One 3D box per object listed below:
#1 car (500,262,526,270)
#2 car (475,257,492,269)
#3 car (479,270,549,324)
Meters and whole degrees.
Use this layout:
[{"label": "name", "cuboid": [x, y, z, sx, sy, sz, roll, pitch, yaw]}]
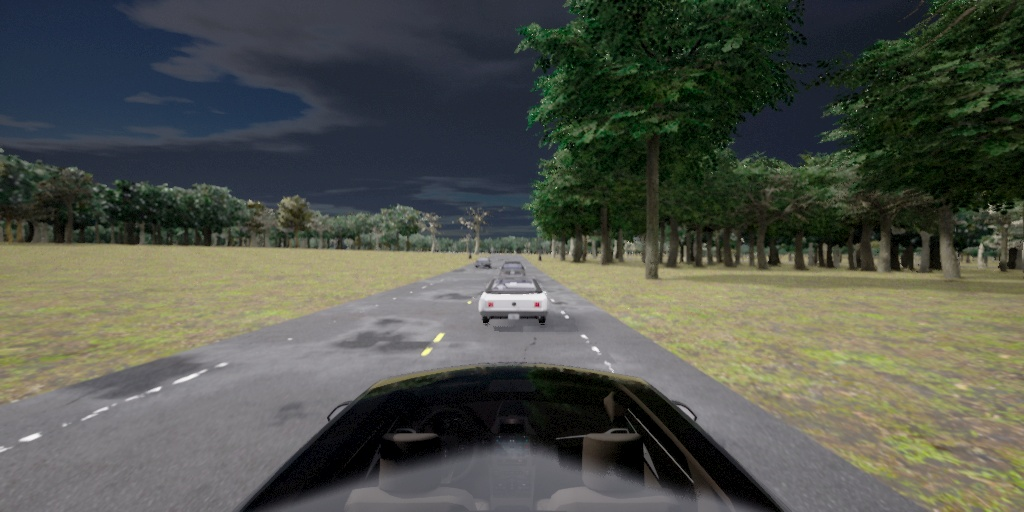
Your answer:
[{"label": "car", "cuboid": [0.054, 1.123, 26.303, 2.033, 1.411, 5.357, 0, 1, 0]}, {"label": "car", "cuboid": [-3.616, 0.863, 45.358, 1.812, 1.442, 4.674, 0, 1, 0]}, {"label": "car", "cuboid": [0.064, 1.297, 11.669, 1.895, 1.301, 4.718, 0, 0, 0]}]
